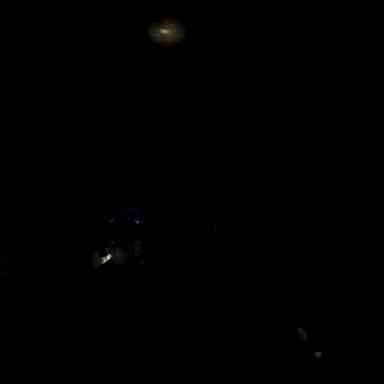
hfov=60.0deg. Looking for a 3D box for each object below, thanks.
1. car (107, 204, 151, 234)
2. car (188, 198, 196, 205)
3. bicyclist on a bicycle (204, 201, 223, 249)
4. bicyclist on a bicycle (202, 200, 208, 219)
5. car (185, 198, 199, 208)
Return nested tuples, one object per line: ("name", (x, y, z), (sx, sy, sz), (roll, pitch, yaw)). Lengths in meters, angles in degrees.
("car", (-3.595, 1.511, 19.679), (1.882, 1.535, 5.008), (0, 0, 0))
("car", (0.017, 2.167, 73.589), (1.882, 1.535, 5.008), (0, -1, 0))
("bicyclist on a bicycle", (0.964, 1.383, 13.729), (0.659, 1.776, 1.843), (0, 0, 0))
("bicyclist on a bicycle", (0.966, 1.419, 22.659), (0.659, 1.776, 1.843), (0, 0, 0))
("car", (0.112, 1.890, 57.067), (1.837, 1.490, 4.892), (0, -2, 0))
